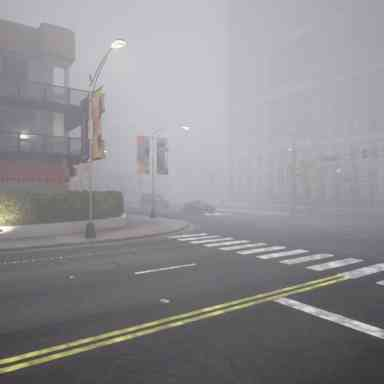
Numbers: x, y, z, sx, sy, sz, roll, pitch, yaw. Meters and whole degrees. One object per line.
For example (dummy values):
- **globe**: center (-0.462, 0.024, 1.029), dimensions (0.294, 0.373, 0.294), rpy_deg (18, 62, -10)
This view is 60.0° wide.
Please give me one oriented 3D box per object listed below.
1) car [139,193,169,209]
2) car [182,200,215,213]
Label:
- **car**: center (-5.237, 1.221, 45.321), dimensions (2.150, 2.045, 5.566), rpy_deg (0, 0, -35)
- **car**: center (0.701, 1.564, 36.686), dimensions (1.994, 1.385, 4.181), rpy_deg (0, 0, -35)
